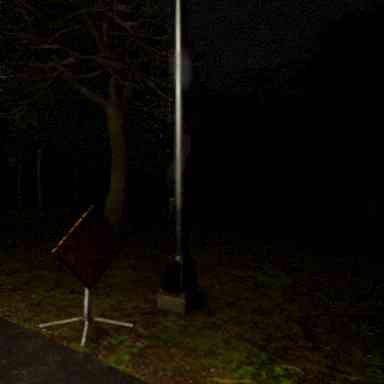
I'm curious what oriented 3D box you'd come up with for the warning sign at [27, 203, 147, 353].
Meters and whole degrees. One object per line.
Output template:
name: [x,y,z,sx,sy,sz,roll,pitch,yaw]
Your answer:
warning sign: [-1.563,1.125,5.079,1.060,1.860,1.300,2,-1,35]
